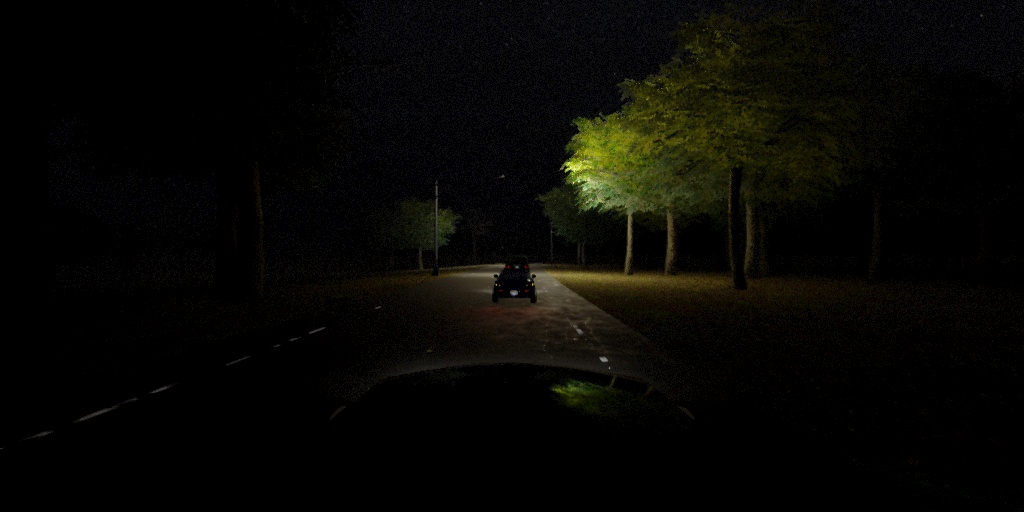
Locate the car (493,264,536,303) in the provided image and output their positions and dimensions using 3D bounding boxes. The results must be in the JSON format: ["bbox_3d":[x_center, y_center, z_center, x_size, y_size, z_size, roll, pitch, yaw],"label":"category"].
[{"bbox_3d":[0.123,1.278,16.454,1.812,1.442,4.674,0,0,1],"label":"car"}]

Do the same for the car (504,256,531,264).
[{"bbox_3d":[0.495,1.001,31.450,2.150,2.045,5.566,0,0,2],"label":"car"}]
